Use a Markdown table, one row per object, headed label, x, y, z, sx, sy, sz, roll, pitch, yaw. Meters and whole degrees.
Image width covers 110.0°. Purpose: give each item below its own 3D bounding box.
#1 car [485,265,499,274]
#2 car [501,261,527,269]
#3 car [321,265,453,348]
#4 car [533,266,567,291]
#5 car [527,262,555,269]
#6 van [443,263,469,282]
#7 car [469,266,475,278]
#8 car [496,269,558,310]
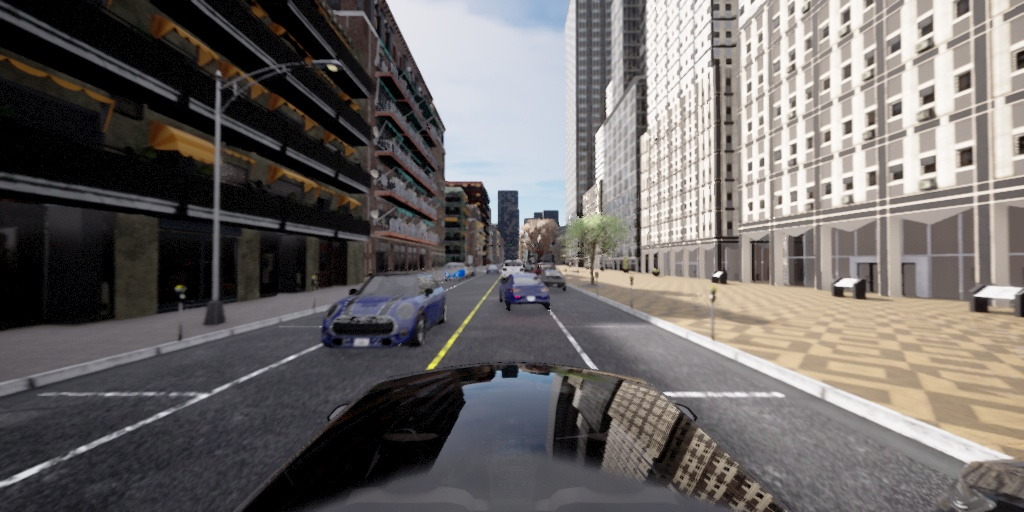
| label | x | y | z | sx | sy | sz | roll | pitch | yaw |
| --- | --- | --- | --- | --- | --- | --- | --- | --- | --- |
| car | -2.962 | 2.093 | 55.437 | 1.812 | 1.442 | 4.674 | 0 | -1 | 0 |
| car | 0.123 | 1.479 | 36.082 | 2.150 | 2.045 | 5.566 | 0 | -1 | 0 |
| car | -3.096 | 1.217 | 9.639 | 2.097 | 1.767 | 4.553 | 0 | -1 | 0 |
| car | 2.708 | 1.639 | 24.729 | 2.007 | 1.370 | 4.403 | 0 | 0 | 0 |
| car | 2.712 | 1.486 | 30.252 | 2.192 | 1.841 | 5.009 | 0 | 0 | 0 |
| van | -5.665 | 1.594 | 35.779 | 1.690 | 1.789 | 3.998 | 0 | 0 | 0 |
| car | -5.662 | 1.862 | 41.132 | 1.751 | 1.417 | 4.829 | 0 | 0 | 0 |
| car | 0.487 | 1.484 | 15.870 | 1.812 | 1.442 | 4.674 | 0 | -1 | -6 |
